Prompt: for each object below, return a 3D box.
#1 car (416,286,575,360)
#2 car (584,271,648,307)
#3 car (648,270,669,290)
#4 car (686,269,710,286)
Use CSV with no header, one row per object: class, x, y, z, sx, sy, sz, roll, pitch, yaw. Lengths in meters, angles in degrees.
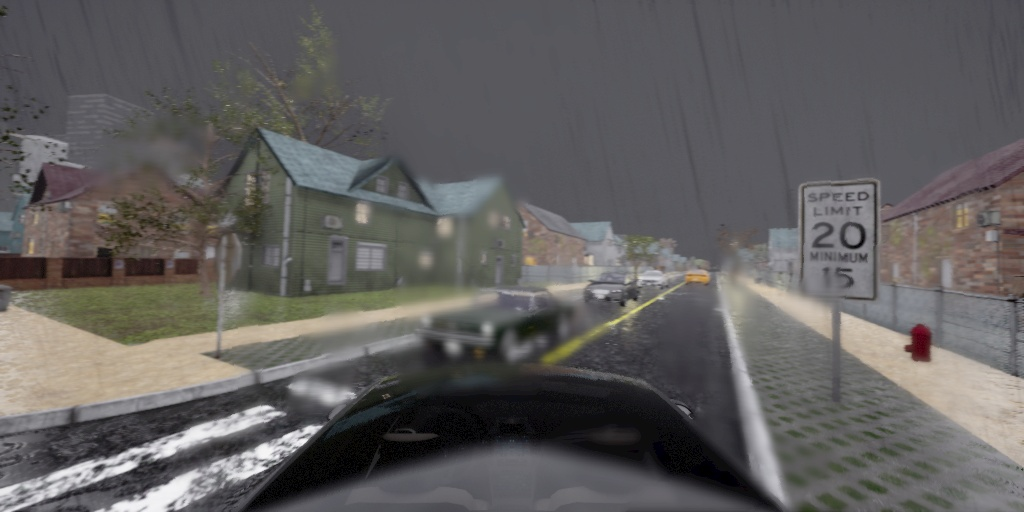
car,-0.066,1.442,8.700,1.895,1.301,4.718,1,-1,28
car,5.074,1.560,17.844,2.128,1.511,4.902,1,-1,29
car,11.541,1.892,29.258,1.812,1.442,4.674,1,-1,29
car,18.542,2.092,35.778,1.882,1.535,5.008,1,-1,30
